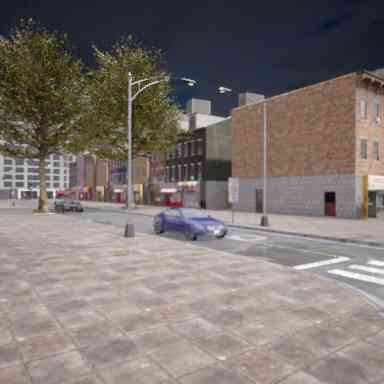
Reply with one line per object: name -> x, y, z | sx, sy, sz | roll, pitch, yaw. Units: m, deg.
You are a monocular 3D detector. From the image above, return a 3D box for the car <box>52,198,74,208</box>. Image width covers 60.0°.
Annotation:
car -> -18.505, 1.528, 47.498 | 1.895, 1.301, 4.718 | 0, 0, -35

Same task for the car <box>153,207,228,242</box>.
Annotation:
car -> -0.256, 1.474, 16.380 | 1.812, 1.442, 4.674 | 0, 0, -35

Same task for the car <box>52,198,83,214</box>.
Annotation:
car -> -12.592, 1.492, 33.976 | 1.994, 1.385, 4.181 | 0, 0, -35
